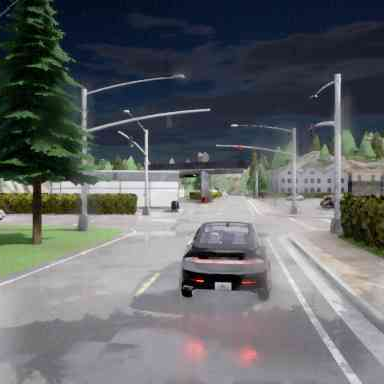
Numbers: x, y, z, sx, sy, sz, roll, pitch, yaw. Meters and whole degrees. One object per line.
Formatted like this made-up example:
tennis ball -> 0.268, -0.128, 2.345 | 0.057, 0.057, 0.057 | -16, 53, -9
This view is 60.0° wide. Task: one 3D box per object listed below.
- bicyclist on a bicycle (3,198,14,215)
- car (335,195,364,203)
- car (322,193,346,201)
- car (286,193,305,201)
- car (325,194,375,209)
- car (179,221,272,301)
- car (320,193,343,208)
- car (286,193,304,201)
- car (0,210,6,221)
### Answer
bicyclist on a bicycle -> -17.932, 1.453, 32.567 | 0.582, 1.620, 1.656 | 0, 0, 7
car -> 29.393, 1.297, 62.291 | 4.514, 1.523, 2.007 | 0, 0, 8
car -> 31.833, 1.097, 74.527 | 4.605, 1.855, 1.932 | 0, 0, 8
car -> 24.500, 1.076, 78.878 | 3.866, 1.878, 1.905 | 0, 0, 8
car -> 18.325, 1.339, 38.627 | 4.514, 1.523, 2.007 | 0, 0, 8
car -> 0.893, 1.491, 8.427 | 2.128, 1.511, 4.902 | 0, 0, 8
car -> 18.710, 1.330, 41.740 | 5.027, 1.636, 2.152 | 0, 0, 8
car -> 23.431, 1.360, 75.671 | 3.806, 1.475, 1.970 | 0, 0, 8
car -> -16.558, 1.526, 25.230 | 4.674, 1.442, 1.812 | 0, 0, 8
